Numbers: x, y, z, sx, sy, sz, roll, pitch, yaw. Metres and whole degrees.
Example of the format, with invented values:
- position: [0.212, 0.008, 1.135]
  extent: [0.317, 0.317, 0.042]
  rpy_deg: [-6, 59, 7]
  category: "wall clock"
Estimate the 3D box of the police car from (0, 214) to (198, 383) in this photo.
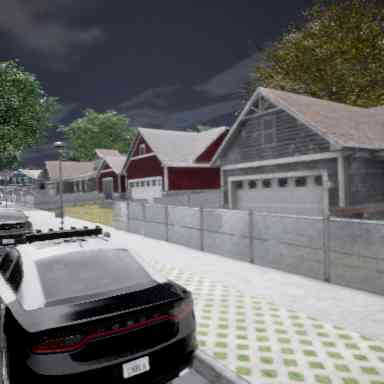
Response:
- position: [-1.972, 1.363, 5.119]
  extent: [1.930, 1.638, 5.238]
  rpy_deg: [-2, 1, -35]
  category: "police car"

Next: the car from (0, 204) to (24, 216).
- position: [-7.578, 1.418, 13.270]
  extent: [1.837, 1.490, 4.892]
  rpy_deg: [-2, 1, -35]
  category: "car"
